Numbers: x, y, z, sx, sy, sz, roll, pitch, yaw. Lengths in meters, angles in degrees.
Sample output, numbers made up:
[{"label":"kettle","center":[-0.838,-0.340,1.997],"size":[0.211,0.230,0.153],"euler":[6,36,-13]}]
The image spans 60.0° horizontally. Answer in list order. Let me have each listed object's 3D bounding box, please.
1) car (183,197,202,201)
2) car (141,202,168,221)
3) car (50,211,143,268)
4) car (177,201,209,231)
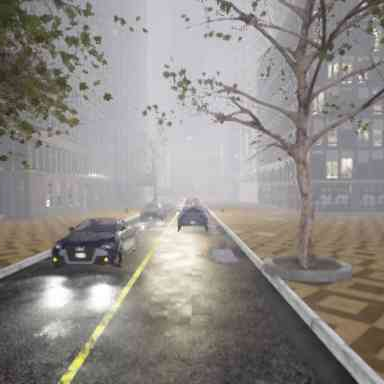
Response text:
[{"label":"car","center":[0.070,1.342,39.259],"size":[2.097,1.767,4.553],"euler":[0,0,0]},{"label":"car","center":[-3.044,1.537,27.375],"size":[2.033,1.411,5.357],"euler":[0,0,1]},{"label":"car","center":[-3.067,1.557,11.182],"size":[1.994,1.385,4.181],"euler":[0,0,1]},{"label":"car","center":[0.055,1.515,20.566],"size":[1.812,1.442,4.674],"euler":[0,0,0]}]
